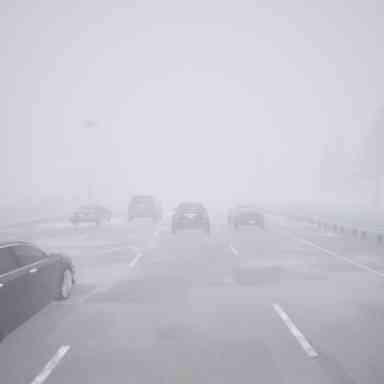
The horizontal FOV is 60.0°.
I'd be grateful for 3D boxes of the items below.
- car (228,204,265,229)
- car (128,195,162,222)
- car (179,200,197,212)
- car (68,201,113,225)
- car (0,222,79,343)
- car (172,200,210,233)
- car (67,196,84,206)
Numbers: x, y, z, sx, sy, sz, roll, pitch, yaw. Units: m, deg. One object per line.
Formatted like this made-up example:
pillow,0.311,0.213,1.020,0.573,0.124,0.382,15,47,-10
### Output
car,3.410,1.524,21.323,1.812,1.442,4.674,0,0,0
car,-3.623,1.225,26.185,2.150,2.045,5.566,0,0,0
car,-0.492,1.602,39.018,1.895,1.301,4.718,0,0,-3
car,-7.105,1.554,23.810,2.033,1.411,5.357,0,0,0
car,-3.486,1.508,5.432,1.837,1.490,4.892,0,0,0
car,-0.080,1.353,19.864,2.097,1.767,4.553,0,0,0
car,-20.082,1.522,57.532,1.837,1.490,4.892,0,0,-8
